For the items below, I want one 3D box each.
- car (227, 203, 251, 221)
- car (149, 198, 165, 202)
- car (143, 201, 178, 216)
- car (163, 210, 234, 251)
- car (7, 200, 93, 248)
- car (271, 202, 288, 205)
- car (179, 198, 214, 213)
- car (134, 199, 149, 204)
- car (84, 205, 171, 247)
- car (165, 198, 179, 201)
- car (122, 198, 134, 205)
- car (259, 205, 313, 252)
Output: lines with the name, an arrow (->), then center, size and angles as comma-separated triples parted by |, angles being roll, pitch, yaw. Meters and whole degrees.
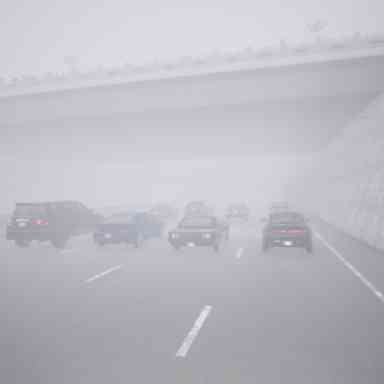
car -> 4.059, 1.691, 29.146 | 2.033, 1.411, 5.357 | -1, 0, 14
car -> -6.973, 2.122, 72.028 | 2.128, 1.511, 4.902 | -1, 0, 14
car -> -2.661, 1.819, 31.105 | 1.994, 1.385, 4.181 | -1, 0, 14
car -> 0.500, 1.696, 14.694 | 1.895, 1.301, 4.718 | -1, 0, 14
car -> -6.326, 1.422, 16.275 | 2.150, 2.045, 5.566 | -1, 0, 14
car -> 7.531, 1.581, 28.601 | 2.128, 1.511, 4.902 | -1, 0, 14
car -> 0.682, 1.549, 30.074 | 2.097, 1.767, 4.553 | -1, -1, 14
car -> -10.370, 2.176, 72.869 | 1.812, 1.442, 4.674 | -1, 0, 14
car -> -2.806, 1.629, 15.901 | 1.882, 1.535, 5.008 | -1, 0, 14
car -> -3.576, 2.041, 71.188 | 1.837, 1.490, 4.892 | -1, 0, 14
car -> -13.767, 2.207, 73.710 | 1.837, 1.490, 4.892 | -1, 0, 14
car -> 3.948, 1.548, 14.061 | 1.837, 1.490, 4.892 | -1, 0, 14
